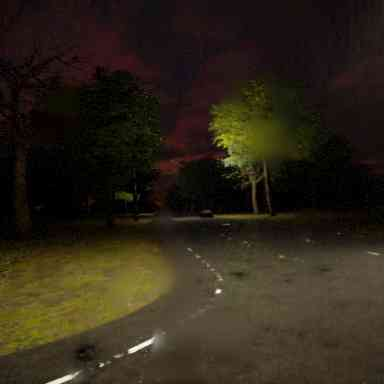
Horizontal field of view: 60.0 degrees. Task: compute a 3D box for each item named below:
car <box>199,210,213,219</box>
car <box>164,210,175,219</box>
[{"bbox_3d":[2.473,3.974,59.549,2.033,1.411,5.357,-3,-2,-9],"label":"car"},{"bbox_3d":[-4.564,4.687,67.788,1.994,1.385,4.181,-3,-2,-1],"label":"car"}]
